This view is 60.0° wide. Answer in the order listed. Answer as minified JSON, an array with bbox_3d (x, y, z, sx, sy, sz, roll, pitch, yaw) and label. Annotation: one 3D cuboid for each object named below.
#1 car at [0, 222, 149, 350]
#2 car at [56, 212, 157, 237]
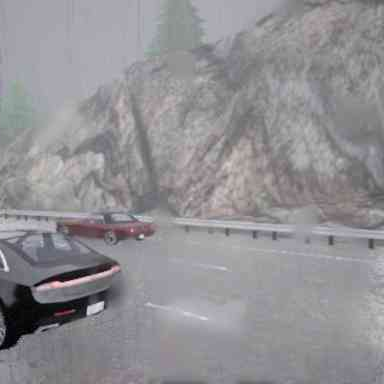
[{"bbox_3d":[-3.414,1.456,6.156,4.902,1.511,2.128,0,0,34],"label":"car"},{"bbox_3d":[-3.941,1.526,14.815,4.718,1.301,1.895,0,0,32],"label":"car"}]
